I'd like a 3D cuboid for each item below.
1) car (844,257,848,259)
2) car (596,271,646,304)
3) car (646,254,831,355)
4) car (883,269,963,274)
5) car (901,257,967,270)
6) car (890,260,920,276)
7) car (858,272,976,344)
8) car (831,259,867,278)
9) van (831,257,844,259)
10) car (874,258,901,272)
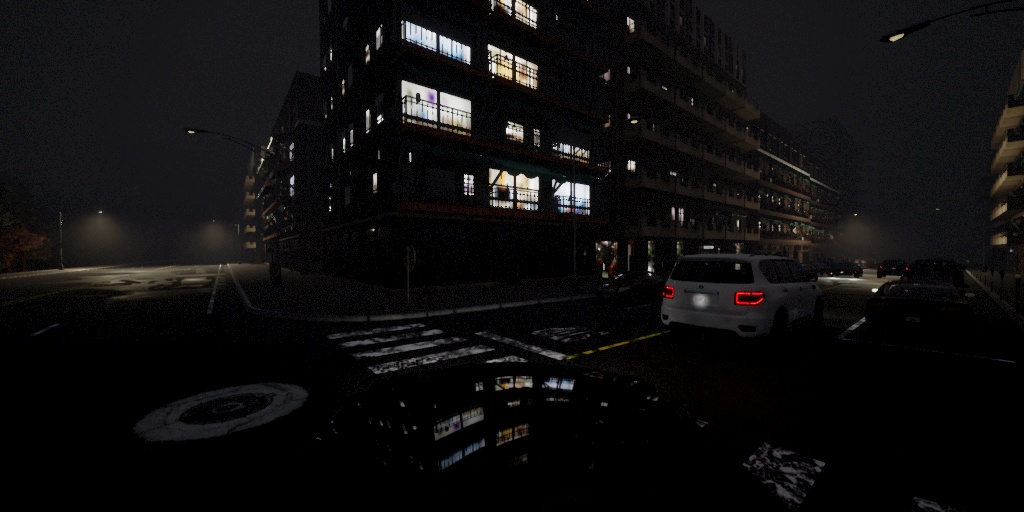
[{"bbox_3d":[40.344,1.034,44.454,5.009,1.841,2.192,0,0,-39],"label":"car"},{"bbox_3d":[5.511,1.306,15.969,4.207,1.307,1.802,0,0,-39],"label":"car"},{"bbox_3d":[5.920,0.965,8.993,5.566,2.045,2.150,0,0,-39],"label":"car"},{"bbox_3d":[14.911,1.316,12.865,4.313,1.339,1.948,0,0,-39],"label":"car"},{"bbox_3d":[23.686,1.063,20.027,5.009,1.841,2.192,0,0,-39],"label":"car"},{"bbox_3d":[42.488,1.216,38.764,5.008,1.535,1.882,0,0,-39],"label":"car"},{"bbox_3d":[10.788,1.297,9.500,4.507,1.381,1.888,0,0,-39],"label":"car"},{"bbox_3d":[31.270,1.292,33.558,4.181,1.385,1.994,0,0,-39],"label":"car"},{"bbox_3d":[35.974,1.060,40.851,3.998,1.789,1.690,0,0,-39],"label":"van"},{"bbox_3d":[34.645,1.090,32.336,4.553,1.767,2.097,0,0,-39],"label":"car"}]
